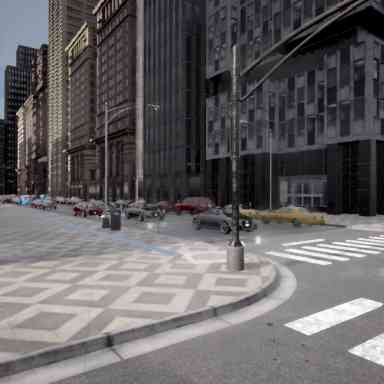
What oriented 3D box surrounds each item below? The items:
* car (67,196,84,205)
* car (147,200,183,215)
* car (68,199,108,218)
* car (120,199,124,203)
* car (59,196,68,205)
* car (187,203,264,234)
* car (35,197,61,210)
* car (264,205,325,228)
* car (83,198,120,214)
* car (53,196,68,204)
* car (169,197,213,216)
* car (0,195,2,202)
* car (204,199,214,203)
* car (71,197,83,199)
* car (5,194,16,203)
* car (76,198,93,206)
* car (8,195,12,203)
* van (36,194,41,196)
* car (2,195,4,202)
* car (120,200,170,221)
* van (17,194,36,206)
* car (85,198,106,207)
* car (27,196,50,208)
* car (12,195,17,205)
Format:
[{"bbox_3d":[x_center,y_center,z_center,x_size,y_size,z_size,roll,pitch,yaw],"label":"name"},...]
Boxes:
[{"bbox_3d":[-22.390,1.635,63.811,1.967,1.590,4.097,0,0,-35],"label":"car"},{"bbox_3d":[-2.981,1.643,36.371,1.887,1.381,4.507,0,0,-35],"label":"car"},{"bbox_3d":[-9.931,1.613,31.433,1.887,1.381,4.507,0,0,-35],"label":"car"},{"bbox_3d":[-9.451,1.681,45.517,2.008,1.369,4.403,0,0,-35],"label":"car"},{"bbox_3d":[-23.542,1.781,60.830,1.895,1.301,4.718,0,0,-36],"label":"car"},{"bbox_3d":[1.826,1.596,19.433,1.994,1.385,4.181,0,0,-35],"label":"car"},{"bbox_3d":[-19.636,1.697,45.154,1.802,1.307,4.206,0,0,-35],"label":"car"},{"bbox_3d":[6.625,1.579,22.790,1.752,1.417,4.829,0,0,-35],"label":"car"},{"bbox_3d":[-9.956,1.593,36.103,1.837,1.490,4.892,0,0,-35],"label":"car"},{"bbox_3d":[-28.860,1.669,72.957,1.967,1.590,4.097,0,0,-35],"label":"car"},{"bbox_3d":[0.254,1.398,31.798,2.192,1.841,5.009,0,0,-35],"label":"car"},{"bbox_3d":[-45.516,1.691,81.743,1.967,1.590,4.097,0,0,-35],"label":"car"},{"bbox_3d":[3.390,1.594,27.363,1.752,1.417,4.829,0,0,-35],"label":"car"},{"bbox_3d":[-17.526,1.654,52.328,1.837,1.490,4.892,0,0,-35],"label":"car"},{"bbox_3d":[-39.047,1.531,72.596,2.192,1.841,5.009,0,0,-35],"label":"car"},{"bbox_3d":[-19.155,1.760,59.237,1.802,1.307,4.206,0,0,-35],"label":"car"},{"bbox_3d":[-35.811,1.780,68.022,1.802,1.307,4.206,0,0,-35],"label":"car"},{"bbox_3d":[-38.565,1.623,86.678,1.690,1.788,3.998,0,0,-35],"label":"van"},{"bbox_3d":[-42.282,1.815,77.169,1.802,1.307,4.206,0,0,-35],"label":"car"},{"bbox_3d":[-3.961,1.624,27.616,1.994,1.385,4.181,0,0,-35],"label":"car"},{"bbox_3d":[-29.341,1.506,58.876,1.690,1.788,3.998,0,0,-35],"label":"van"},{"bbox_3d":[-15.920,1.728,54.664,1.947,1.339,4.313,0,0,-35],"label":"car"},{"bbox_3d":[-22.871,1.713,49.727,1.802,1.307,4.206,0,0,-35],"label":"car"},{"bbox_3d":[-32.478,1.706,63.310,1.752,1.417,4.829,0,0,-35],"label":"car"}]
